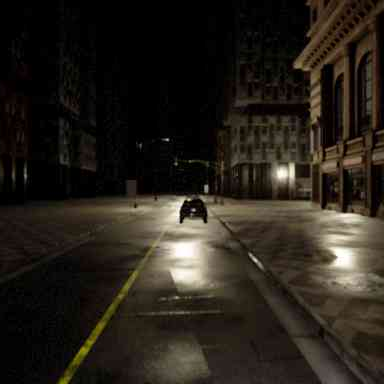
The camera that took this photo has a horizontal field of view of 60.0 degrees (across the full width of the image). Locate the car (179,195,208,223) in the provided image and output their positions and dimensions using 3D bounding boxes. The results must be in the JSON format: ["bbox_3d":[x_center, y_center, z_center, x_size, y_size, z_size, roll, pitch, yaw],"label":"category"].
[{"bbox_3d":[0.096,1.237,23.774,2.033,1.649,4.856,0,0,0],"label":"car"}]
